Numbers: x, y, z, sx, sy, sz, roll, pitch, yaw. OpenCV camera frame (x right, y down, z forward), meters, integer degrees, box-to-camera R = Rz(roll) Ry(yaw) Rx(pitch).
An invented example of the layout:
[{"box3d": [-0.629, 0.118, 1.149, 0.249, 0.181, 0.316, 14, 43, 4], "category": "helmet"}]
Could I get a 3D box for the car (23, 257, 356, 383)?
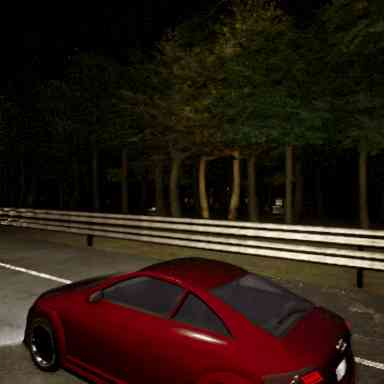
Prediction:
[{"box3d": [-0.268, 1.557, 4.191, 4.181, 1.385, 1.994, 0, 0, 36], "category": "car"}]
